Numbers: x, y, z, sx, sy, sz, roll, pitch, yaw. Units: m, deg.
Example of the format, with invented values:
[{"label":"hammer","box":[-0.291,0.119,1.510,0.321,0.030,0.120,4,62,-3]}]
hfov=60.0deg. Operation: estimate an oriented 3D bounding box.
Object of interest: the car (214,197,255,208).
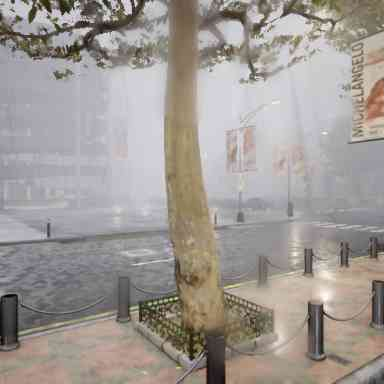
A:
[{"label":"car","box":[5.980,1.547,47.423,2.033,1.411,5.357,0,0,-35]}]

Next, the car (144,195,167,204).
[{"label":"car","box":[-6.310,1.505,62.950,4.892,1.490,1.837,0,0,42]}]

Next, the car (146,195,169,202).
[{"label":"car","box":[-7.932,1.525,77.283,4.902,1.511,2.128,0,0,26]}]

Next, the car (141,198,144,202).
[{"label":"car","box":[-8.956,1.478,73.872,5.008,1.535,1.882,0,0,30]}]

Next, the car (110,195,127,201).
[{"label":"car","box":[-18.488,1.427,77.735,5.008,1.535,1.882,0,0,12]}]

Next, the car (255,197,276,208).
[{"label":"car","box":[9.825,1.505,48.023,1.837,1.490,4.892,0,0,-36]}]

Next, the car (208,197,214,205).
[{"label":"car","box":[4.178,1.547,55.966,2.033,1.411,5.357,0,0,-36]}]

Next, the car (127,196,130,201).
[{"label":"car","box":[-17.525,1.440,81.099,4.892,1.490,1.837,0,0,12]}]
